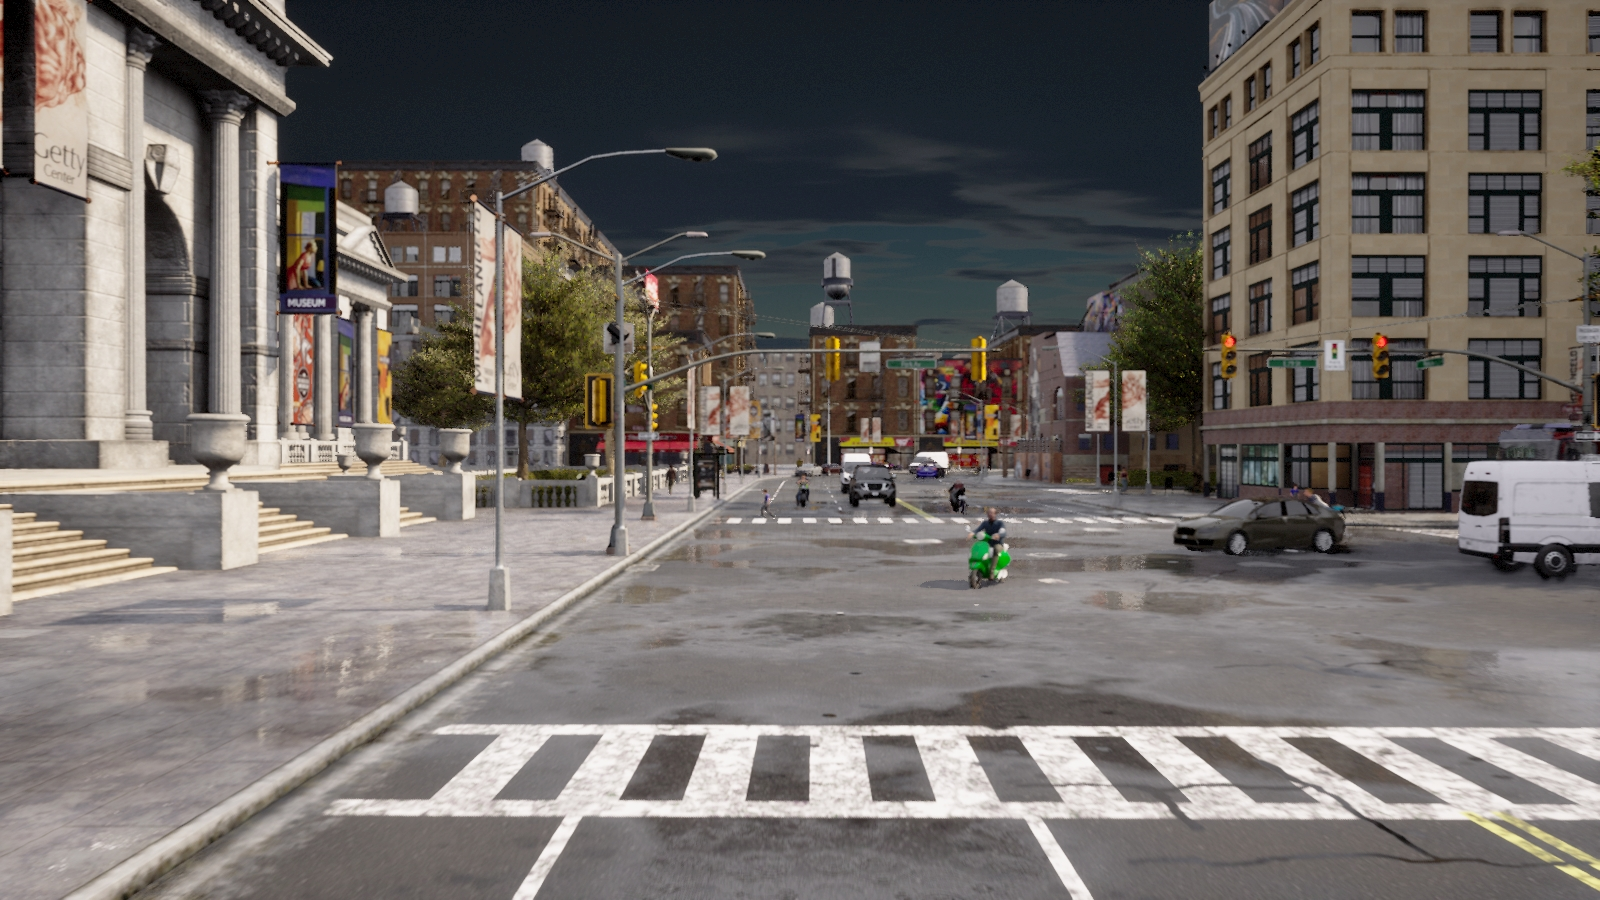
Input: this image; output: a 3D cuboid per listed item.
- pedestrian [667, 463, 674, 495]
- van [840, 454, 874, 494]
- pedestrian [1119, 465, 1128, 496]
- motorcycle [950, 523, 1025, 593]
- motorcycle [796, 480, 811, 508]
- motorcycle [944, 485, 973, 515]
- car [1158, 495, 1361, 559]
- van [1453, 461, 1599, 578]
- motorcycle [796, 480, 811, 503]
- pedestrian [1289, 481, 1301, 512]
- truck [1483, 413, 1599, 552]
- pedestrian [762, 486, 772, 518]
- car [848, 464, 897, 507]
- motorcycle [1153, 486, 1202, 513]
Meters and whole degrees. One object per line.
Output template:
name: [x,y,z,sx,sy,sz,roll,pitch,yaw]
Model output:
pedestrian: [-7.613,1.702,67.128,0.375,1.860,0.375,0,0,-3]
van: [3.750,1.542,75.644,1.988,2.561,5.915,0,0,0]
pedestrian: [19.564,1.852,69.143,0.375,1.860,0.375,0,0,-10]
motorcycle: [3.868,2.184,23.482,0.856,1.236,1.805,1,1,33]
motorcycle: [0.182,2.175,56.933,0.764,1.277,2.356,0,0,0]
motorcycle: [7.062,2.210,50.978,0.867,1.251,2.209,1,0,-2]
car: [12.574,2.064,31.333,4.892,1.480,2.231,0,0,-19]
van: [18.447,1.537,26.072,5.915,2.561,1.988,0,0,3]
motorcycle: [0.206,2.219,61.085,0.803,1.145,2.033,0,0,0]
pedestrian: [20.967,1.981,48.409,0.375,1.300,0.375,0,0,0]
truck: [24.855,0.894,33.071,8.468,3.827,2.891,0,0,0]
pedestrian: [-1.346,2.133,46.727,0.375,1.300,0.375,0,0,0]
car: [3.647,1.785,58.644,2.150,2.045,5.566,0,0,0]
motorcycle: [16.951,2.217,51.369,2.033,1.145,0.803,0,-1,16]
